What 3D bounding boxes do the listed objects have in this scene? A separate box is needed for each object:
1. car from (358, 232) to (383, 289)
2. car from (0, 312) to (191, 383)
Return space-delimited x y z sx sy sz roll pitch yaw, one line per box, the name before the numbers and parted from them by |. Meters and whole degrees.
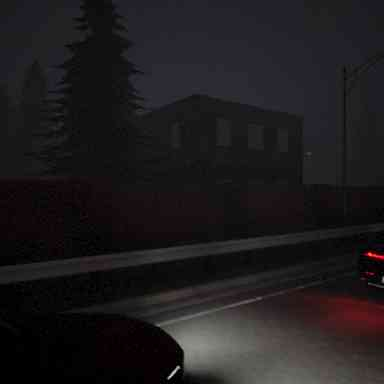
car | 5.881 1.501 7.940 4.892 1.490 1.837 0 0 -35
car | -2.158 1.526 2.212 4.674 1.442 1.812 0 0 -36
